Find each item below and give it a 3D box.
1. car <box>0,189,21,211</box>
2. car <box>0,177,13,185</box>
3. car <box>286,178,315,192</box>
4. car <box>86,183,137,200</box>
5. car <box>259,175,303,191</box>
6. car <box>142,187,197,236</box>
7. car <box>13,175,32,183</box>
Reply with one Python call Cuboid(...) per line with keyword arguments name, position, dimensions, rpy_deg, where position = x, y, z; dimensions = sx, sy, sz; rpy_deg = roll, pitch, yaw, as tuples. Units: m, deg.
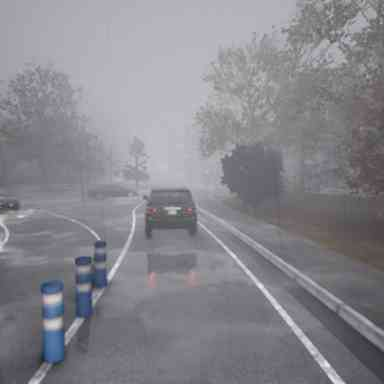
Cuboid(name="car", position=(-13.996, 0.562, 23.414), dimensions=(4.892, 1.490, 1.837), rpy_deg=(2, 4, 33))
Cuboid(name="car", position=(-33.289, -1.749, 55.565), dimensions=(1.837, 1.490, 4.892), rpy_deg=(1, 4, 24))
Cuboid(name="car", position=(14.014, -0.771, 44.403), dimensions=(5.008, 1.535, 1.882), rpy_deg=(3, 3, -7))
Cuboid(name="car", position=(-7.783, -0.087, 32.569), dimensions=(4.892, 1.490, 1.837), rpy_deg=(-2, 6, -27))
Cuboid(name="car", position=(12.623, -1.300, 47.476), dimensions=(5.566, 2.045, 2.150), rpy_deg=(2, 3, -7))
Cuboid(name="car", position=(-1.094, 0.749, 15.524), dimensions=(2.150, 2.045, 5.566), rpy_deg=(-1, 3, -7))
Cuboid(name="car", position=(-32.759, -2.321, 62.386), dimensions=(1.837, 1.490, 4.892), rpy_deg=(4, 5, 42))
